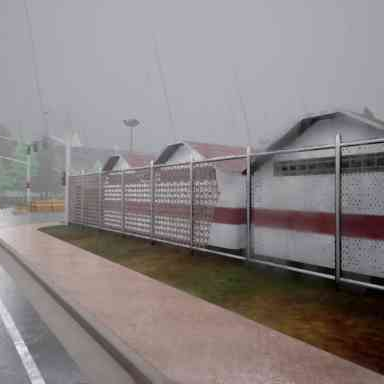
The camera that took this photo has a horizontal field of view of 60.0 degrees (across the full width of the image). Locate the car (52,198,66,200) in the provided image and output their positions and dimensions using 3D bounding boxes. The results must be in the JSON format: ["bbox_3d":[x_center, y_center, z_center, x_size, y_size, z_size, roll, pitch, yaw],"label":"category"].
[{"bbox_3d":[-17.026,1.504,42.409,4.892,1.490,1.837,0,0,-38],"label":"car"}]
